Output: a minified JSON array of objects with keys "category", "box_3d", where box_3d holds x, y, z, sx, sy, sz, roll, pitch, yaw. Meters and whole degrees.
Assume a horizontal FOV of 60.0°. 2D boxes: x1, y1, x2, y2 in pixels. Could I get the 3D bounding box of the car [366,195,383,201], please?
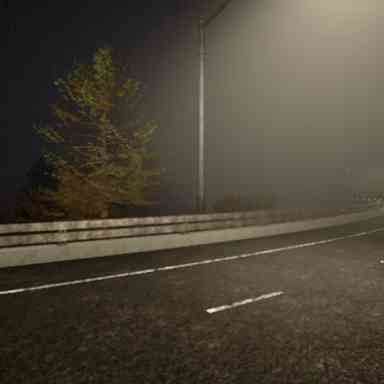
[{"category":"car","box_3d":[43.243,1.487,77.605,1.837,1.490,4.892,0,0,7]}]
